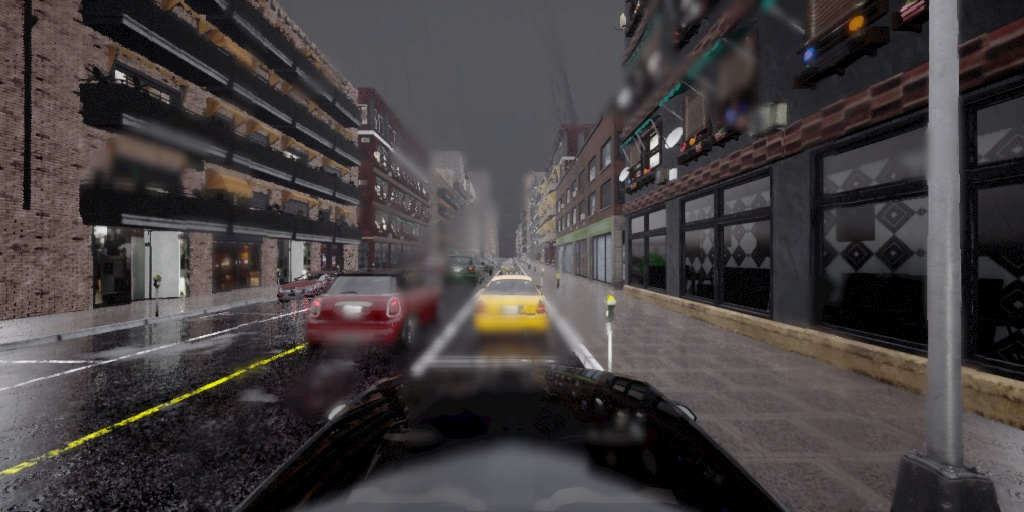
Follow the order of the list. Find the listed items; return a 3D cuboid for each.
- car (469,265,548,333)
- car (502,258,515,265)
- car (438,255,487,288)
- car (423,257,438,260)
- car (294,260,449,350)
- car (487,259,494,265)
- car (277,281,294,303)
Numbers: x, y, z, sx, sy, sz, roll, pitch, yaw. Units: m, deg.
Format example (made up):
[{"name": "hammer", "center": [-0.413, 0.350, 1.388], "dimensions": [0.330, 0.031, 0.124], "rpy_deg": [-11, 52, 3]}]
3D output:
[{"name": "car", "center": [0.005, 1.207, 10.689], "dimensions": [1.801, 1.575, 5.366], "rpy_deg": [0, 0, 0]}, {"name": "car", "center": [-0.456, 1.275, 39.173], "dimensions": [1.751, 1.417, 4.829], "rpy_deg": [0, 0, 0]}, {"name": "car", "center": [-3.082, 0.973, 23.606], "dimensions": [2.150, 2.045, 5.566], "rpy_deg": [0, 0, 0]}, {"name": "car", "center": [-8.837, 1.064, 39.007], "dimensions": [2.192, 1.841, 5.009], "rpy_deg": [0, 0, 0]}, {"name": "car", "center": [-3.145, 1.101, 9.246], "dimensions": [2.097, 1.767, 4.553], "rpy_deg": [0, 0, 0]}, {"name": "car", "center": [-3.079, 1.100, 39.453], "dimensions": [2.097, 1.767, 4.553], "rpy_deg": [0, 0, 0]}, {"name": "car", "center": [-8.837, 1.333, 16.462], "dimensions": [1.802, 1.307, 4.207], "rpy_deg": [0, 0, 0]}]
